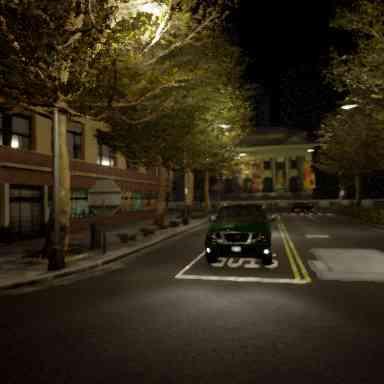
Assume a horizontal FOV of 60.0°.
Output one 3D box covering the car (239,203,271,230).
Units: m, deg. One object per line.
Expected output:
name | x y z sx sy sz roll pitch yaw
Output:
car | 4.822 1.758 24.917 2.097 1.767 4.553 -1 -1 13

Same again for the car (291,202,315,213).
car | 15.511 2.145 46.473 1.837 1.490 4.892 -3 -2 40

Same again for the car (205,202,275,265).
car | 2.010 1.445 12.951 2.150 2.045 5.566 -1 -1 14
